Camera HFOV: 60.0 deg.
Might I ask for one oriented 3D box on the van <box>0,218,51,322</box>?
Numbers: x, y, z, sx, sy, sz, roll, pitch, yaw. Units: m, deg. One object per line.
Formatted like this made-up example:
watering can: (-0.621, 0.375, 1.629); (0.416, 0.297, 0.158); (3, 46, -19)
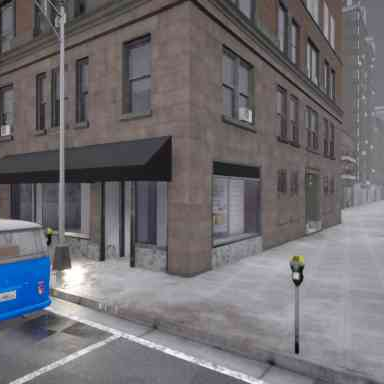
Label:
van: (-4.308, 1.340, 6.092); (3.998, 1.788, 1.690); (0, 0, 35)
